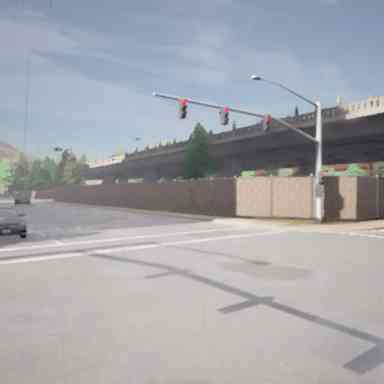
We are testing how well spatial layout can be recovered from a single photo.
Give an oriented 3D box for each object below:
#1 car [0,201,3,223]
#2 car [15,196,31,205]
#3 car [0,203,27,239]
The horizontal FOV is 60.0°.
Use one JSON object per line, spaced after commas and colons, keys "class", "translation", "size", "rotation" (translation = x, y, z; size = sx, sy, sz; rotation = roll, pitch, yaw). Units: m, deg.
{"class": "car", "translation": [-15.538, 1.446, 24.988], "size": [1.837, 1.490, 4.892], "rotation": [0, 0, -35]}
{"class": "car", "translation": [-27.994, 1.378, 54.944], "size": [2.128, 1.511, 4.902], "rotation": [0, 0, -35]}
{"class": "car", "translation": [-9.496, 1.474, 16.512], "size": [1.812, 1.442, 4.674], "rotation": [0, 0, -35]}
